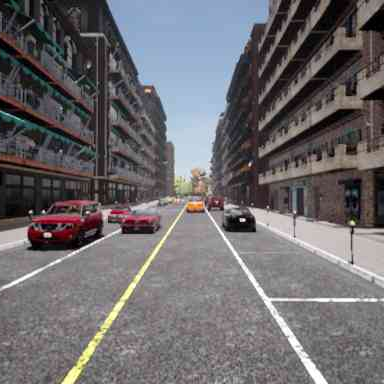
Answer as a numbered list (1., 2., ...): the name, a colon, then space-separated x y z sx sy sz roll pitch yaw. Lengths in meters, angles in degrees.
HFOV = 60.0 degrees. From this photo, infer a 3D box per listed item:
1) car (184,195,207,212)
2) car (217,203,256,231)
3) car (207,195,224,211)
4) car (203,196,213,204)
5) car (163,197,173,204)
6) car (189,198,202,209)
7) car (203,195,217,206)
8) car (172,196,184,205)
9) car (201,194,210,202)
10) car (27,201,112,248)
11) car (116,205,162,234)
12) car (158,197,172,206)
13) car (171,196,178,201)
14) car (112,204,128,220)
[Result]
1. car: 0.429 1.471 39.957 2.097 1.767 4.553 0 0 1
2. car: 2.873 1.627 20.812 1.947 1.339 4.313 1 0 0
3. car: 3.063 1.444 43.084 2.192 1.841 5.009 1 0 0
4. car: 3.295 1.657 70.922 1.967 1.590 4.097 1 0 0
5. car: -5.087 1.741 70.856 1.752 1.417 4.829 1 0 0
6. car: 0.500 1.626 49.580 1.882 1.535 5.008 0 0 1
7. car: 3.204 1.496 59.786 2.192 1.841 5.009 1 0 0
8. car: -2.459 1.589 64.616 2.097 1.767 4.553 0 0 0
9. car: 3.438 1.588 87.626 2.192 1.841 5.009 1 0 0
10. car: -5.549 1.359 15.348 2.192 1.841 5.009 1 0 0
11. car: -2.935 1.659 19.903 1.895 1.301 4.718 0 0 0
12. car: -5.179 1.731 59.889 2.008 1.369 4.403 1 0 0
13. car: -4.900 1.816 93.125 1.752 1.417 4.829 1 0 0
14. car: -5.460 1.659 26.483 1.802 1.307 4.206 1 0 0
